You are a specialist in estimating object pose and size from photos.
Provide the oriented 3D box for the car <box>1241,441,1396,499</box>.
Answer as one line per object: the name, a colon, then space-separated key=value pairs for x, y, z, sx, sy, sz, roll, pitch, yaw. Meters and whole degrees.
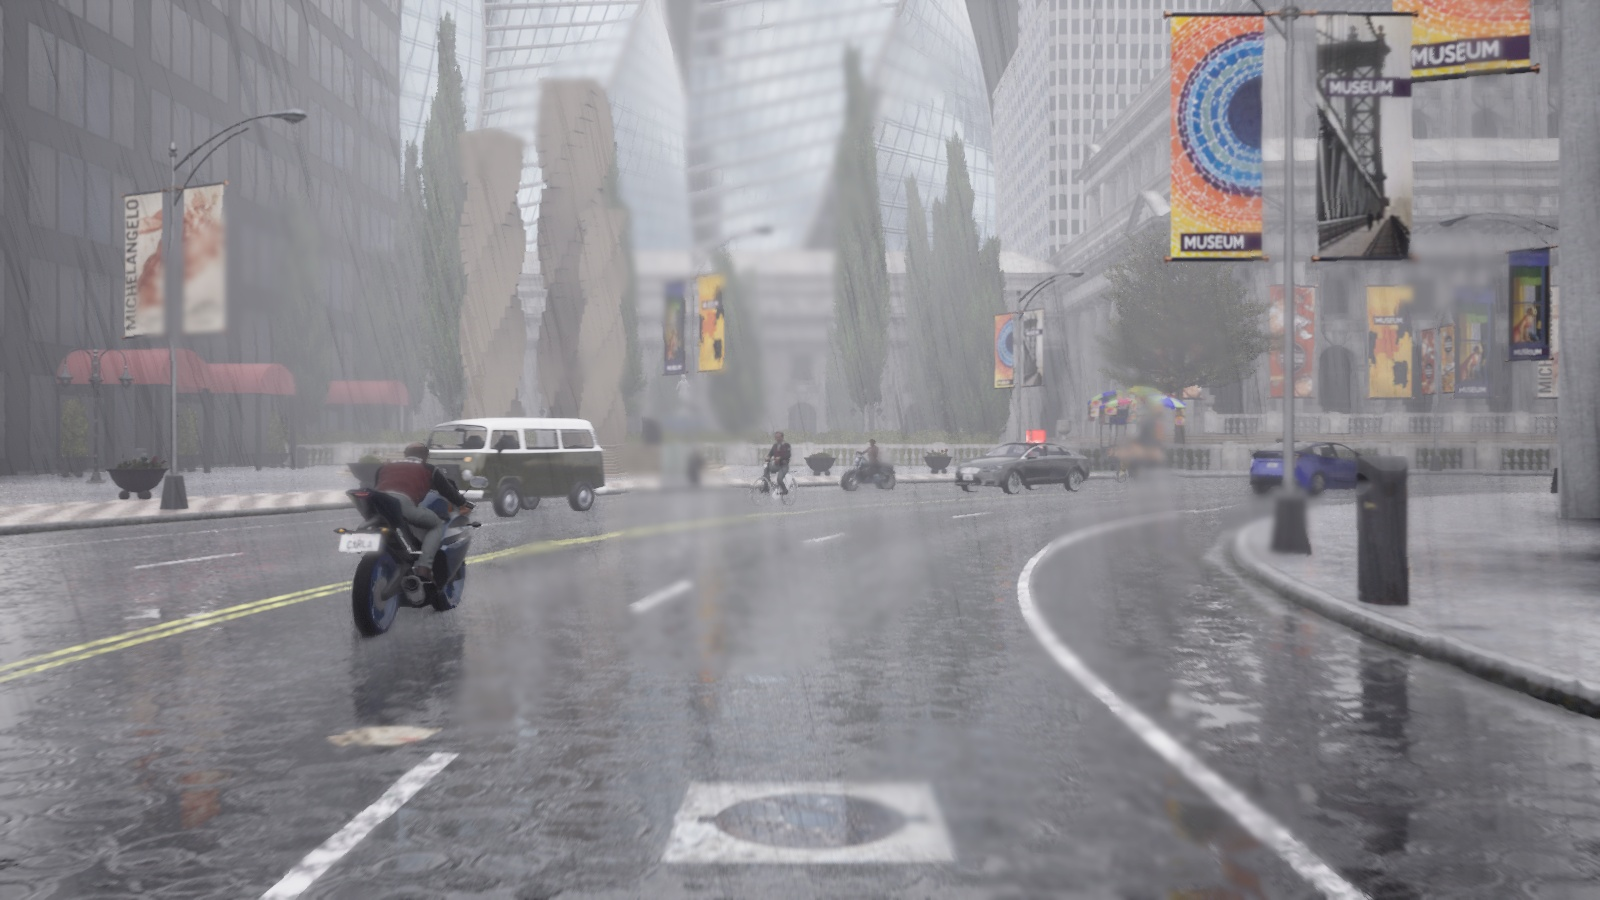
car: x=14.485 y=0.508 z=34.984 sx=4.514 sy=1.525 sz=2.007 roll=0 pitch=0 yaw=-38

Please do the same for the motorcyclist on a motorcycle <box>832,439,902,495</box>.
motorcyclist on a motorcycle: x=2.049 y=0.484 z=38.089 sx=0.766 sy=1.649 sz=2.350 roll=1 pitch=1 yaw=45

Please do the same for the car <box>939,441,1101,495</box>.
car: x=6.656 y=0.496 z=37.674 sx=4.902 sy=1.511 sz=2.128 roll=0 pitch=0 yaw=-40

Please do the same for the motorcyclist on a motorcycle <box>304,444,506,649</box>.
motorcyclist on a motorcycle: x=-3.232 y=0.719 z=10.543 sx=0.866 sy=1.530 sz=2.191 roll=0 pitch=0 yaw=4

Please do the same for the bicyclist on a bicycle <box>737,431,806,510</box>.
bicyclist on a bicycle: x=-0.632 y=0.454 z=28.901 sx=0.659 sy=1.776 sz=1.843 roll=1 pitch=0 yaw=33

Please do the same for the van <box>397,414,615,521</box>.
van: x=-6.038 y=0.316 z=26.364 sx=2.069 sy=2.038 sz=4.480 roll=0 pitch=0 yaw=27

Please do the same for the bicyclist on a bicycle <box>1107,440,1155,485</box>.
bicyclist on a bicycle: x=12.101 y=0.434 z=45.903 sx=1.509 sy=1.612 sz=0.866 roll=0 pitch=1 yaw=-30
